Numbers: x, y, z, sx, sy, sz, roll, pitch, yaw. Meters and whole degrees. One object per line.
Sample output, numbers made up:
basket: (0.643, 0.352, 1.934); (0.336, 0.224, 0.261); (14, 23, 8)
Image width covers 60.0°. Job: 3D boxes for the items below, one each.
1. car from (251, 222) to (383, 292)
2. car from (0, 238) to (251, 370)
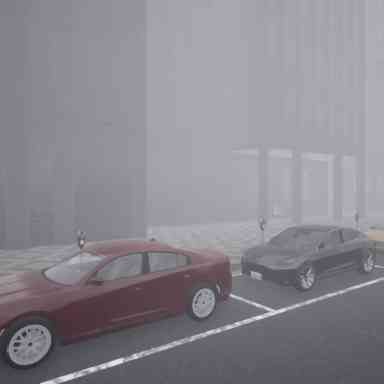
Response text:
car: (3.262, 1.566, 8.966); (4.313, 1.339, 1.947); (0, 0, -35)
car: (-1.330, 1.545, 5.699); (4.507, 1.381, 1.887); (0, 0, -35)
